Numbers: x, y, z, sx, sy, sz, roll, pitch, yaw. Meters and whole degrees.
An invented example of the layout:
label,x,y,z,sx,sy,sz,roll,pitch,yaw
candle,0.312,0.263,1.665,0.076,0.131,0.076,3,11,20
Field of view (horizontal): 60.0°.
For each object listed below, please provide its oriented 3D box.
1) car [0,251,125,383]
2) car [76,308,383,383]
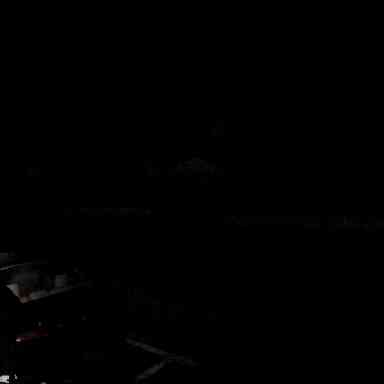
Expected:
label,x,y,z,sx,sy,sz,roll,pitch,yaw
car,-2.850,1.549,4.860,4.403,1.369,2.008,0,-1,36
car,1.583,1.566,1.692,4.313,1.339,1.947,0,-1,36
